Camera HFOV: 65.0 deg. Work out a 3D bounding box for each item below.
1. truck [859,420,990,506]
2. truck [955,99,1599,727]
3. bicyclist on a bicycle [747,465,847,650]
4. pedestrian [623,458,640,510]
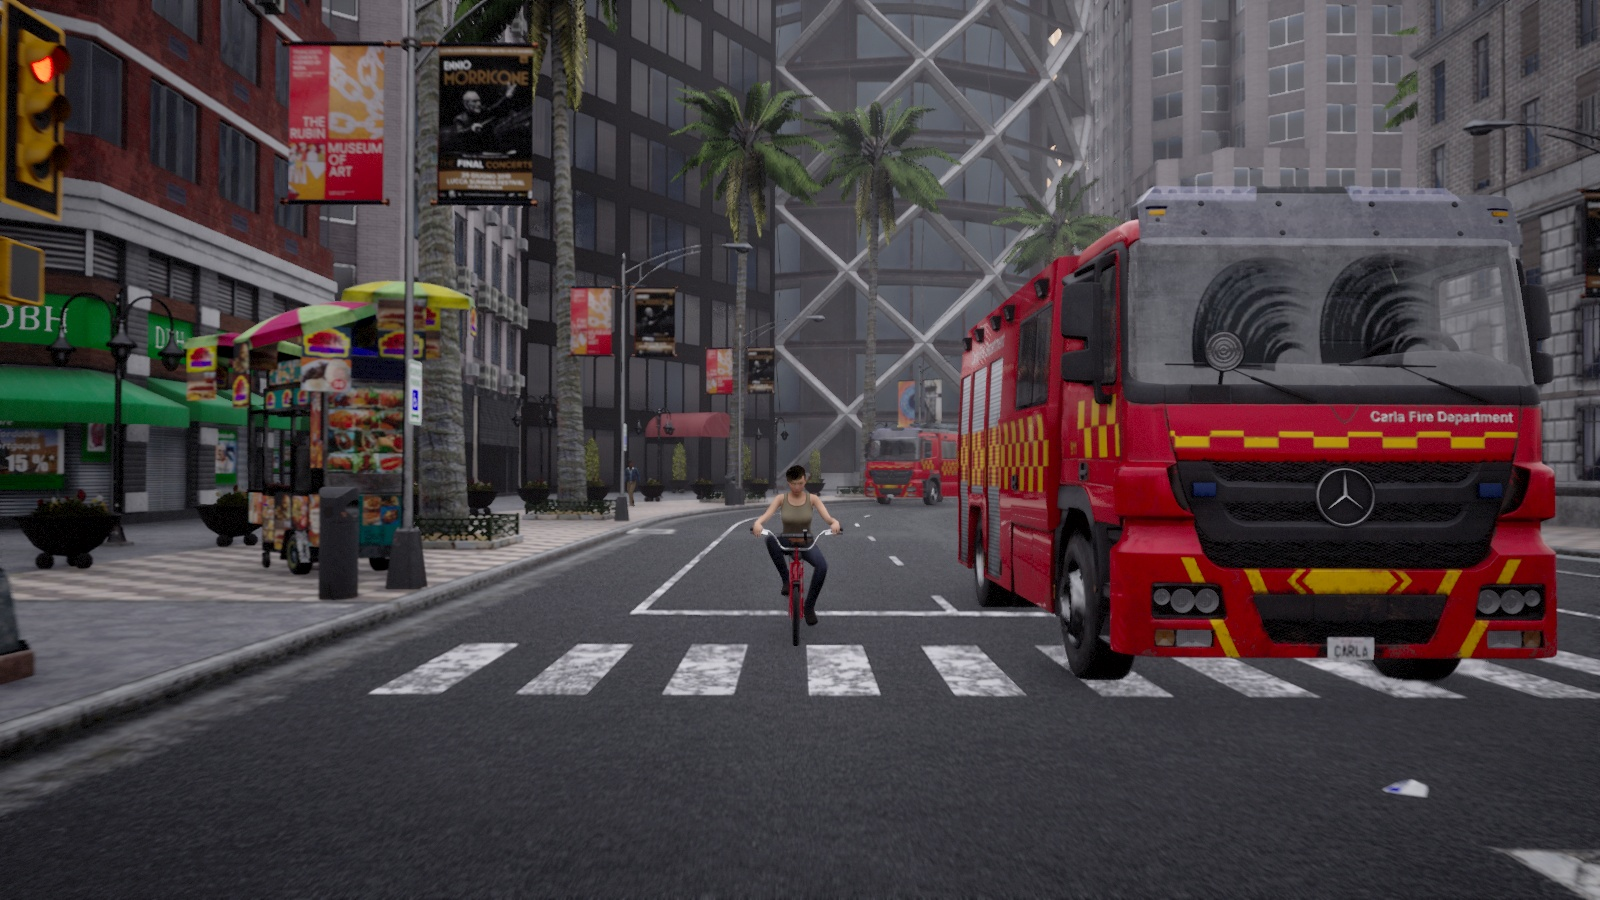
[{"bbox_3d":[6.114,0.632,60.125,2.891,3.827,8.468,-1,-1,31],"label":"truck"},{"bbox_3d":[3.466,-0.164,11.912,2.891,3.827,8.468,0,-1,0],"label":"truck"},{"bbox_3d":[-0.024,0.948,11.727,0.866,1.612,1.509,0,-1,0],"label":"bicyclist on a bicycle"},{"bbox_3d":[-6.478,1.304,48.181,0.423,1.949,0.788,0,-1,10],"label":"pedestrian"}]
